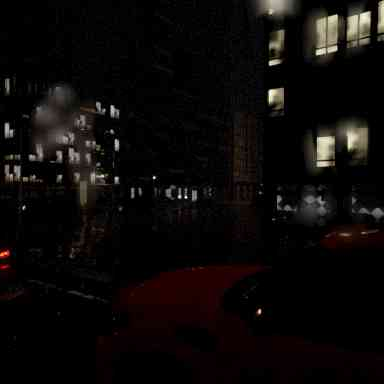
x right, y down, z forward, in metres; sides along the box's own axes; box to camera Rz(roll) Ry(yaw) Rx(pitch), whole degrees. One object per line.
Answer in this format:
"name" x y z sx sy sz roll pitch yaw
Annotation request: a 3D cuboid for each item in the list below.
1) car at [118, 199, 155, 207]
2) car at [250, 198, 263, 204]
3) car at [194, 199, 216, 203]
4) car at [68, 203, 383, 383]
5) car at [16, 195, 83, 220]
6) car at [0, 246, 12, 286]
"car" -6.163 1.597 37.469 2.128 1.511 4.902 1 0 37
"car" 11.587 1.793 55.978 2.033 1.411 5.357 1 0 37
"car" 1.718 1.690 48.037 1.812 1.442 4.674 1 0 37
"car" 1.740 1.222 2.444 5.566 2.045 2.150 0 0 35
"car" -12.282 1.279 29.195 2.150 2.045 5.566 1 0 39
"car" -6.162 1.522 8.063 4.674 1.442 1.812 0 0 35
